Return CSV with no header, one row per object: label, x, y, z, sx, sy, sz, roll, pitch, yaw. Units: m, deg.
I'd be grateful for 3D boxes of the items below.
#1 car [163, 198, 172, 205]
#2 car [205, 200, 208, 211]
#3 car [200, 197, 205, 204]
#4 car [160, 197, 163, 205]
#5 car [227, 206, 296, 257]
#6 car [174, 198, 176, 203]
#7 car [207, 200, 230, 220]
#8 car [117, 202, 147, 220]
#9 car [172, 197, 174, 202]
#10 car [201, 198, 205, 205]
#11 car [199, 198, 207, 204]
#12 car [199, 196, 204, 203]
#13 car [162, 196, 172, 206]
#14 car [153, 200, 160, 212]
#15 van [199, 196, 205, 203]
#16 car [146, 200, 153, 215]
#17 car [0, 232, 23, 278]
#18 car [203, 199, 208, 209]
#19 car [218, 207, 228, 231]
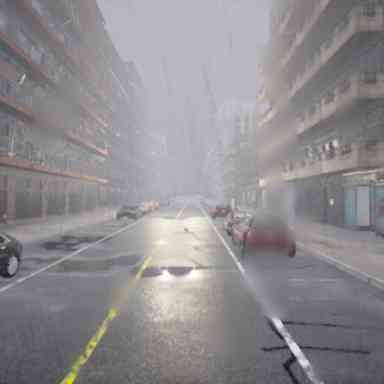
car,-5.616,2.153,75.856,1.802,1.307,4.206,1,0,0
car,2.731,1.827,36.088,1.887,1.381,4.507,1,0,0
car,2.746,1.953,53.099,1.887,1.381,4.507,1,0,0
car,-5.638,1.807,47.503,1.967,1.590,4.097,1,0,0
car,2.714,1.548,13.407,1.967,1.590,4.097,1,0,0
car,-5.599,2.131,92.869,1.967,1.590,4.097,1,0,0
car,2.728,1.679,30.417,1.967,1.590,4.097,1,0,0
car,-5.654,1.805,30.489,1.947,1.339,4.313,1,0,0
car,-5.616,1.846,70.186,2.192,1.841,5.009,1,0,0
car,2.741,1.918,47.429,2.008,1.369,4.403,1,0,0
car,2.759,2.138,81.621,1.752,1.417,4.829,1,0,0
car,2.760,2.076,70.111,1.887,1.381,4.507,1,0,0
car,-5.625,2.041,64.514,2.008,1.369,4.403,1,0,0
car,-5.644,1.875,41.831,2.008,1.369,4.403,1,0,0
van,2.749,2.032,92.794,1.690,1.788,3.998,1,0,0
car,-5.648,1.806,35.990,1.752,1.417,4.829,1,0,0
car,-5.672,1.614,7.804,2.008,1.369,4.403,1,0,0
car,2.736,1.875,41.758,2.008,1.369,4.403,1,0,0
car,2.718,1.734,19.078,1.802,1.307,4.206,1,0,0
